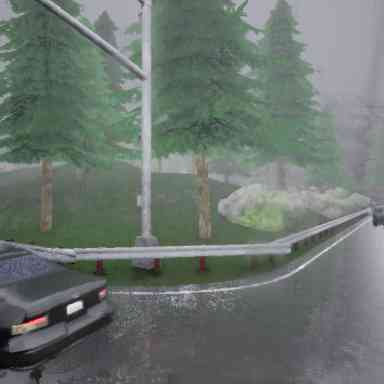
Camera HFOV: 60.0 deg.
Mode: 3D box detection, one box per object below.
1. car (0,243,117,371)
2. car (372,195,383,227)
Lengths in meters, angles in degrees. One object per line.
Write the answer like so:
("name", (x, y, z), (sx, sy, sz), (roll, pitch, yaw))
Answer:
("car", (-3.838, 1.542, 5.321), (5.357, 1.411, 2.033), (0, 0, 23))
("car", (13.839, 1.252, 22.878), (2.150, 2.045, 5.566), (0, 0, 34))
